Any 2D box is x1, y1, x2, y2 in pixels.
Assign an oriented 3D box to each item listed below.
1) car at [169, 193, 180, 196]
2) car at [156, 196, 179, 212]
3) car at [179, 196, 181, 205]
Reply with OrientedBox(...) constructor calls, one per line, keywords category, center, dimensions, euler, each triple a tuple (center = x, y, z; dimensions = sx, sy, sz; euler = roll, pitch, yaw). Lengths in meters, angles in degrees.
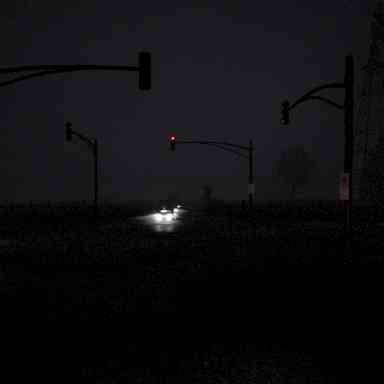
OrientedBox(category="car", center=(-3.074, 1.217, 57.857), dimensions=(2.150, 2.045, 5.566), euler=(0, 0, 0))
OrientedBox(category="car", center=(-2.970, 1.485, 37.690), dimensions=(2.128, 1.511, 4.902), euler=(0, 0, -1))
OrientedBox(category="car", center=(-3.024, 1.595, 47.506), dimensions=(1.895, 1.301, 4.718), euler=(0, 0, 0))
